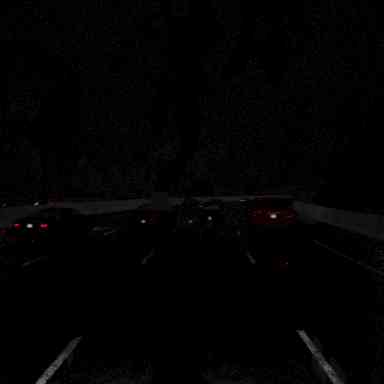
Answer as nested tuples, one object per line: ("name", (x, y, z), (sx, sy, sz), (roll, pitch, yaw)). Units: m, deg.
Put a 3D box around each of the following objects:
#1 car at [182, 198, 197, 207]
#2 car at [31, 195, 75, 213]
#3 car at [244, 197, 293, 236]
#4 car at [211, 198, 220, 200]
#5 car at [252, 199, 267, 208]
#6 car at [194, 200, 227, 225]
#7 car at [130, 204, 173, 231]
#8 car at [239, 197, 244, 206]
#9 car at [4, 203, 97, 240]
("car", (-0.146, 1.617, 51.583), (1.994, 1.385, 4.181), (1, 0, 16))
("car", (-14.578, 1.198, 35.242), (2.097, 1.767, 4.553), (1, 0, 10))
("car", (4.378, 1.300, 19.281), (2.150, 2.045, 5.566), (0, 0, 7))
("car", (3.753, 1.669, 52.569), (1.994, 1.385, 4.181), (1, 0, 16))
("car", (10.722, 1.796, 52.347), (1.895, 1.301, 4.718), (1, 0, 17))
("car", (1.532, 1.572, 24.616), (1.812, 1.442, 4.674), (0, 0, 8))
("car", (-2.416, 1.468, 20.924), (1.882, 1.535, 5.008), (0, 0, 7))
("car", (9.725, 1.683, 60.254), (2.128, 1.511, 4.902), (0, 0, 19))
("car", (-6.554, 1.479, 16.451), (2.033, 1.411, 5.357), (1, 0, 6))
